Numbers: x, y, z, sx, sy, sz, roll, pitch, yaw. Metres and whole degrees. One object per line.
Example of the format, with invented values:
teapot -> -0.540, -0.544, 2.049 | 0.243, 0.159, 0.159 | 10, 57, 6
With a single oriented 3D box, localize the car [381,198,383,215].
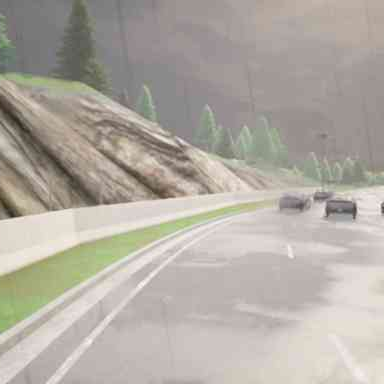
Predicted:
car -> 14.879, 0.931, 24.074 | 1.994, 1.385, 4.181 | 1, 2, 28

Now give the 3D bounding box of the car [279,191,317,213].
car -> 8.397, 0.775, 26.919 | 2.128, 1.511, 4.902 | 1, 2, 28

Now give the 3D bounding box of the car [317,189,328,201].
car -> 16.200, 0.407, 40.971 | 2.128, 1.511, 4.902 | 1, 2, 29

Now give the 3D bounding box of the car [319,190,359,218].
car -> 10.375, 0.883, 22.990 | 2.128, 1.511, 4.902 | 1, 2, 27
